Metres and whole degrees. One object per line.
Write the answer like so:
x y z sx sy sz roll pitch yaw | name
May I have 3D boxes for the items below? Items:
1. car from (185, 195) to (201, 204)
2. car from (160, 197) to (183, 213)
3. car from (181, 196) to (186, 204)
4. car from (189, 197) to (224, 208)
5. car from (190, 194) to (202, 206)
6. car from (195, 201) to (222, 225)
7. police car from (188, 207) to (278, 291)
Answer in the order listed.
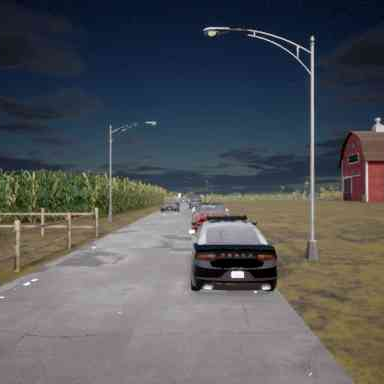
0.560 1.598 46.486 2.128 1.511 4.902 0 0 1 | car
-2.406 1.612 37.547 1.994 1.385 4.181 0 0 1 | car
-1.890 1.763 72.632 2.097 1.767 4.553 0 -1 1 | car
1.048 1.366 19.014 2.097 1.767 4.553 0 0 1 | car
0.717 1.482 60.644 2.150 2.045 5.566 0 -1 1 | car
1.120 1.527 25.046 1.837 1.490 4.892 0 0 1 | car
0.931 1.430 9.153 1.930 1.638 5.238 0 0 1 | police car
